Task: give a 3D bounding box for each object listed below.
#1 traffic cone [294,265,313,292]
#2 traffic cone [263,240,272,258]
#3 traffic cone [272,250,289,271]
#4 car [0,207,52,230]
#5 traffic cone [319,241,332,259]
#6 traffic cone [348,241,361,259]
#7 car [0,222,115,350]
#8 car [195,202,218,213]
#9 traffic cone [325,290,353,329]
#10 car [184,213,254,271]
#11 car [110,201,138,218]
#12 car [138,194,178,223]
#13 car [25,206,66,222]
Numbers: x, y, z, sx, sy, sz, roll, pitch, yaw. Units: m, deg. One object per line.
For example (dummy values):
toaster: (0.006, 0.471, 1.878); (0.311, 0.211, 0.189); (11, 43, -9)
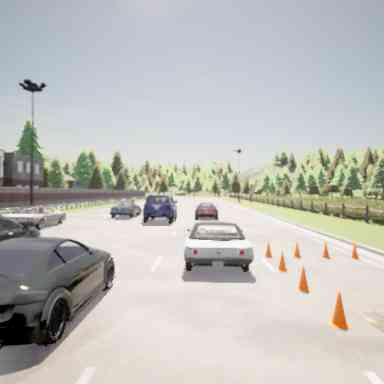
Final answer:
traffic cone: (2.582, 1.989, 7.722); (0.340, 0.580, 0.340); (1, 0, 2)
traffic cone: (2.690, 1.992, 11.721); (0.340, 0.580, 0.340); (1, 0, 2)
traffic cone: (2.636, 1.990, 9.721); (0.340, 0.580, 0.340); (1, 0, 2)
car: (-6.269, 1.438, 9.888); (1.837, 1.490, 4.892); (1, 0, 2)
traffic cone: (4.689, 2.015, 11.667); (0.340, 0.580, 0.340); (1, 0, 2)
traffic cone: (5.689, 2.027, 11.640); (0.340, 0.580, 0.340); (1, 0, 2)
car: (-2.865, 1.534, 6.325); (1.994, 1.385, 4.181); (1, 0, 2)
car: (1.246, 1.591, 28.955); (1.994, 1.385, 4.181); (1, 0, 2)
traffic cone: (2.528, 1.987, 5.723); (0.340, 0.580, 0.340); (1, 0, 2)
car: (0.761, 1.615, 10.990); (1.895, 1.301, 4.718); (1, 0, 2)
car: (-5.749, 1.493, 29.250); (2.033, 1.411, 5.357); (1, 0, 2)
car: (-2.346, 1.205, 25.500); (2.150, 2.045, 5.566); (1, 0, 2)
car: (-9.488, 1.500, 20.439); (1.895, 1.301, 4.718); (1, 0, 2)
